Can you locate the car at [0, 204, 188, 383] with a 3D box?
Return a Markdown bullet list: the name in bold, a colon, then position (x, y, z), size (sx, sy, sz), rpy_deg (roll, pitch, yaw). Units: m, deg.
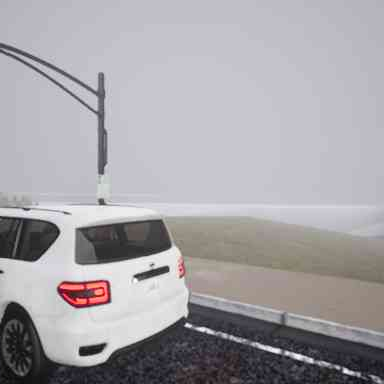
- **car**: position (-2.655, 1.228, 5.593), size (5.566, 2.045, 2.150), rpy_deg (0, 0, 36)
